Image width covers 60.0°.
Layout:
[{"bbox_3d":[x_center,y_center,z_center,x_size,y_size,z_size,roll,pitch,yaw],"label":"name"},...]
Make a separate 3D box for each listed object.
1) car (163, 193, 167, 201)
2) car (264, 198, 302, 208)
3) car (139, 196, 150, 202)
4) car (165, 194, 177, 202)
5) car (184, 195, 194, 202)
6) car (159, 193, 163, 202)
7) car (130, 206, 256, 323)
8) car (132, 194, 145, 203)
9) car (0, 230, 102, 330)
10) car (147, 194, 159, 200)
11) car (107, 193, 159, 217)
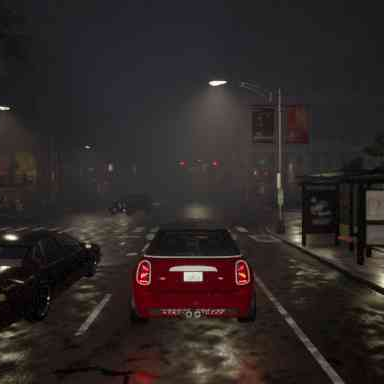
[{"bbox_3d":[-7.852,1.225,80.464,2.150,2.045,5.566,0,0,-1],"label":"car"},{"bbox_3d":[12.854,1.548,46.543,5.357,1.411,2.033,0,0,0],"label":"car"},{"bbox_3d":[-11.342,1.595,79.855,1.895,1.301,4.718,0,0,-1],"label":"car"},{"bbox_3d":[-4.275,1.596,74.240,1.895,1.301,4.718,0,0,-1],"label":"car"},{"bbox_3d":[-0.766,1.500,73.494,1.837,1.490,4.892,0,0,-1],"label":"car"},{"bbox_3d":[-7.738,1.478,69.985,1.882,1.535,5.008,0,0,-1],"label":"car"},{"bbox_3d":[0.008,1.352,7.370,2.097,1.767,4.553,0,0,0],"label":"car"},{"bbox_3d":[-11.235,1.355,69.680,2.097,1.767,4.553,0,0,-1],"label":"car"},{"bbox_3d":[-3.491,1.547,7.164,2.033,1.411,5.357,0,0,0],"label":"car"},{"bbox_3d":[-10.603,1.355,90.153,2.097,1.767,4.553,0,0,9],"label":"car"},{"bbox_3d":[-5.821,1.221,32.206,2.150,2.045,5.566,-1,0,24],"label":"car"}]
